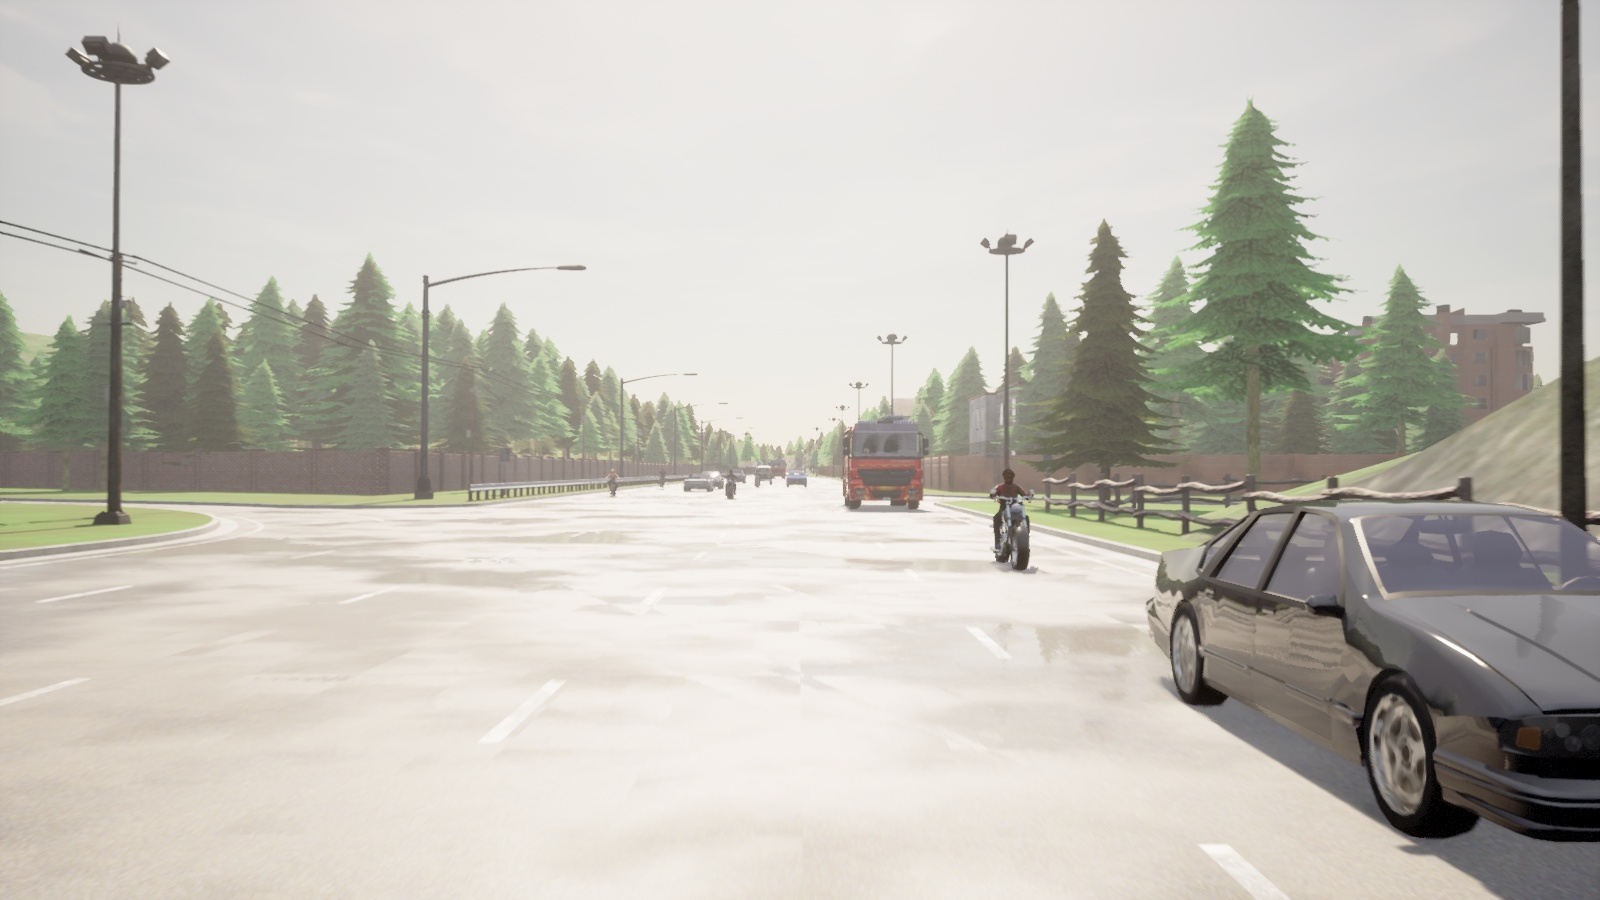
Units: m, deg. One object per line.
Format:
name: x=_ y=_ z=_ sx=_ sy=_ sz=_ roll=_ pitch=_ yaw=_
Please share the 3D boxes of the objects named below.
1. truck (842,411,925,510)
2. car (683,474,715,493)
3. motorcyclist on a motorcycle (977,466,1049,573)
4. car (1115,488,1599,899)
truck: x=3.367 y=0.488 z=52.814 sx=2.891 sy=3.827 sz=8.468 roll=0 pitch=-1 yaw=0
car: x=-7.218 y=2.394 z=89.908 sx=1.895 sy=1.301 sz=4.718 roll=0 pitch=-1 yaw=0
motorcyclist on a motorcycle: x=3.450 y=1.081 z=20.512 sx=0.766 sy=1.649 sz=2.350 roll=0 pitch=-1 yaw=0
car: x=3.483 y=0.962 z=7.120 sx=2.033 sy=1.411 sz=5.357 roll=0 pitch=-1 yaw=0
